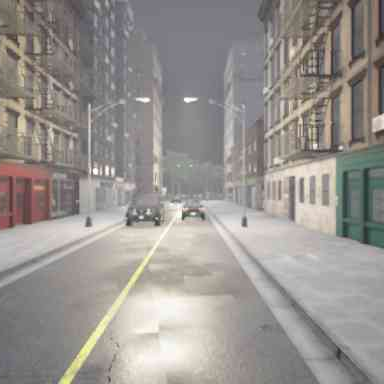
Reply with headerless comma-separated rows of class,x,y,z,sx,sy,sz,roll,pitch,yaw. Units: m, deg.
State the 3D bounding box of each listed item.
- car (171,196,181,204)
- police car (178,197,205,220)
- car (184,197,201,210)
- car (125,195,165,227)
car,-2.996,1.450,63.608,1.882,1.535,5.008,0,0,0
police car,0.104,1.491,28.214,2.038,1.542,4.974,0,1,0
car,0.041,1.464,44.434,2.128,1.511,4.902,0,0,1
car,-3.092,1.209,23.046,2.150,2.045,5.566,0,0,0
